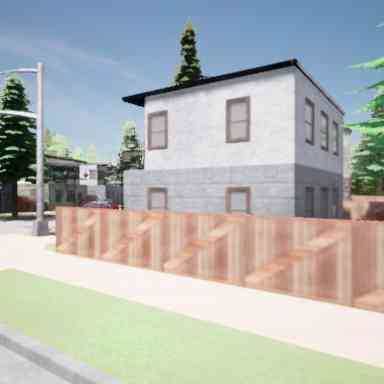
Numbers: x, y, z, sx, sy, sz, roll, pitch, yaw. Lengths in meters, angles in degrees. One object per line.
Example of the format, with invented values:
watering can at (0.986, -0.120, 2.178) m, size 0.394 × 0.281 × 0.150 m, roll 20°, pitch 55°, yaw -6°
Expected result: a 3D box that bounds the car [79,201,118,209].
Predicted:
car at (-8.740, 1.528, 29.644) m, size 1.895 × 1.301 × 4.718 m, roll 0°, pitch 0°, yaw 24°
